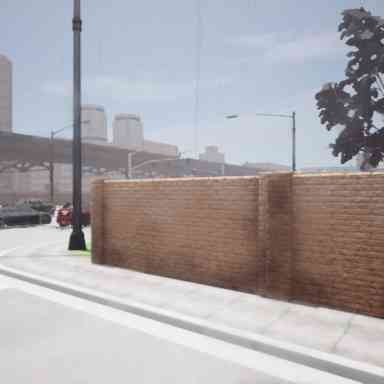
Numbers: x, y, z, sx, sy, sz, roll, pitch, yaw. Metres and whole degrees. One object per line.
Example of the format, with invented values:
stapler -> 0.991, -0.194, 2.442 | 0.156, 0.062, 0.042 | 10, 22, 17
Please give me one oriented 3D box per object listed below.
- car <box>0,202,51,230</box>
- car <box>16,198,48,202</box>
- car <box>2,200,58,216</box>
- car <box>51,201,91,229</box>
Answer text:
car -> -11.303, 1.574, 21.479 | 1.994, 1.385, 4.181 | 0, 0, 36
car -> -14.586, 1.365, 29.150 | 2.097, 1.767, 4.553 | 0, 0, 36
car -> -16.008, 1.541, 33.118 | 1.812, 1.442, 4.674 | 0, 0, 36
car -> -6.554, 1.361, 22.161 | 2.097, 1.767, 4.553 | 0, 0, 37
